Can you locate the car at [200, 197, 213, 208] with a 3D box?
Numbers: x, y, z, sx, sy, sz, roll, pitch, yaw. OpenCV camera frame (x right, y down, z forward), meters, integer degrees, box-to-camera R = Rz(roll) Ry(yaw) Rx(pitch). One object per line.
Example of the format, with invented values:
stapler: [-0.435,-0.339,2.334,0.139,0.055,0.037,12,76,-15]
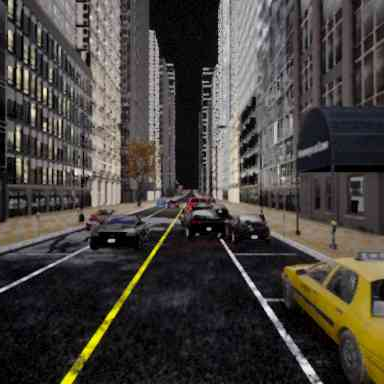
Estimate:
car: [2.641,1.906,62.010,2.192,1.841,5.009,0,-1,0]

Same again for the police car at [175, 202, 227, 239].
police car: [0.443,1.610,18.718,1.930,1.638,5.238,0,-1,-9]

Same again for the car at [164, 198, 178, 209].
car: [-3.103,2.055,55.176,1.812,1.442,4.674,0,-1,0]

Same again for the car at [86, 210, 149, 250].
car: [-3.110,1.711,14.884,1.994,1.385,4.181,0,-1,0]

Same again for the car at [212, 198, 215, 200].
car: [2.649,1.803,50.614,2.192,1.841,5.009,0,-1,0]

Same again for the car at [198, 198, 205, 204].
car: [2.623,2.368,90.668,1.752,1.417,4.829,0,0,0]

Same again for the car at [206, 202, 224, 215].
car: [2.658,1.926,39.215,1.887,1.381,4.507,0,-1,0]

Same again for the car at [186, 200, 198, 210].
car: [-0.038,2.046,54.203,1.812,1.442,4.674,0,-1,0]

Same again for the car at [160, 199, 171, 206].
car: [-5.746,2.245,73.400,2.008,1.369,4.403,0,-1,0]

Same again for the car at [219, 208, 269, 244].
car: [2.674,1.713,16.424,2.008,1.369,4.403,0,-1,0]

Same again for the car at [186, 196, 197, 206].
car: [-0.049,1.760,69.236,2.150,2.045,5.566,0,-1,0]

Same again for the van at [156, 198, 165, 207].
van: [-5.740,1.933,62.008,1.690,1.788,3.998,0,-1,0]

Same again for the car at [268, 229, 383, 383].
car: [2.681,1.578,5.200,1.752,1.417,4.829,0,-1,0]

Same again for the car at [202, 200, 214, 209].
car: [2.646,2.084,56.309,1.887,1.381,4.507,0,-1,0]

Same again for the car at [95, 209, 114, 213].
car: [-5.710,1.800,22.122,1.802,1.307,4.206,0,-1,0]

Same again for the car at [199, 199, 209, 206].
car: [2.634,2.238,73.403,1.887,1.381,4.507,0,-1,0]

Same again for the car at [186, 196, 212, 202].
car: [0.536,1.561,34.700,2.150,2.045,5.566,0,-1,-2]

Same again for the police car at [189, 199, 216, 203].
police car: [0.879,1.708,28.819,1.930,1.638,5.238,0,-1,0]
